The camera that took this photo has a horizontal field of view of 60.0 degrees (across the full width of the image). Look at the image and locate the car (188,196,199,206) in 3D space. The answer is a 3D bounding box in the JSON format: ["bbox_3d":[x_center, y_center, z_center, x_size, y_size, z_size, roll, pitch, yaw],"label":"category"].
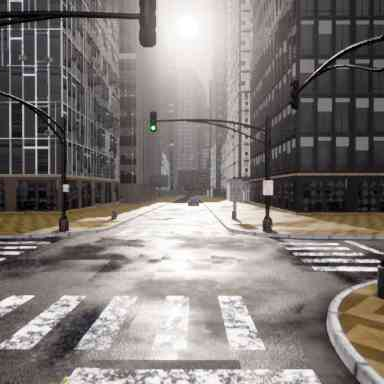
[{"bbox_3d":[0.258,1.632,56.279,1.895,1.301,4.718,0,0,0],"label":"car"}]

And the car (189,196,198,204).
[{"bbox_3d":[0.304,1.570,66.267,1.812,1.442,4.674,0,0,0],"label":"car"}]
